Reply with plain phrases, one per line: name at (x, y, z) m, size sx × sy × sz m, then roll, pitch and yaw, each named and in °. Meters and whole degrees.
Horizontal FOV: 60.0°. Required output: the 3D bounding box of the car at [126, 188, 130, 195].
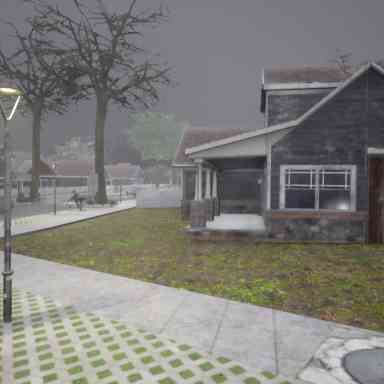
car at (-9.472, -0.242, 55.662) m, size 2.128 × 1.511 × 4.902 m, roll 1°, pitch 2°, yaw 10°

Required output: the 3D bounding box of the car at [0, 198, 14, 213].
car at (-15.384, 0.968, 24.060) m, size 2.033 × 1.411 × 5.357 m, roll 1°, pitch 3°, yaw 11°

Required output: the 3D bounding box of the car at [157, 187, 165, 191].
car at (-5.708, -0.281, 60.964) m, size 1.895 × 1.301 × 4.718 m, roll 1°, pitch 2°, yaw 10°

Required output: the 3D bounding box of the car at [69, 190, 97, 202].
car at (-12.602, 0.405, 39.067) m, size 1.994 × 1.385 × 4.181 m, roll 1°, pitch 2°, yaw 11°

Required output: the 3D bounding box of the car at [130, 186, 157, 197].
car at (-7.454, 0.045, 51.112) m, size 1.895 × 1.301 × 4.718 m, roll 1°, pitch 2°, yaw 11°

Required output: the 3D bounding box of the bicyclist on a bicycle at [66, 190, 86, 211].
bicyclist on a bicycle at (-9.059, 0.697, 25.922) m, size 1.656 × 1.620 × 0.582 m, roll 1°, pitch 2°, yaw 10°
